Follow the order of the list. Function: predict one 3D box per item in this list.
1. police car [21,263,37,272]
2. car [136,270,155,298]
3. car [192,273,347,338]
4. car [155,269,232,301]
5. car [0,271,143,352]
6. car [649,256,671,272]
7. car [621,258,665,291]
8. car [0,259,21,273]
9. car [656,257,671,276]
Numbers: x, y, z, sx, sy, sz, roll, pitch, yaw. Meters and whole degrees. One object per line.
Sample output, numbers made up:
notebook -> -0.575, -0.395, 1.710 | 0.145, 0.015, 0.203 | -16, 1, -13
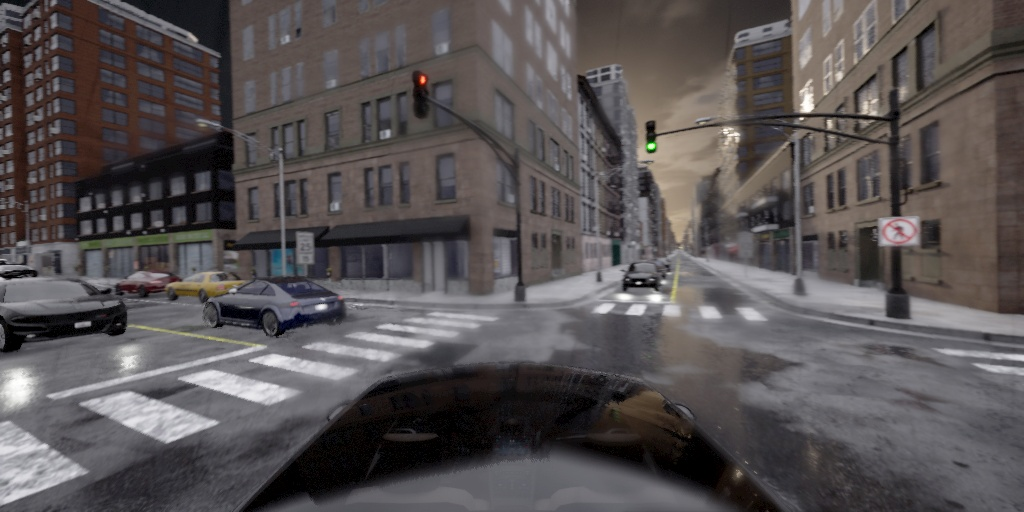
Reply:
police car -> -40.898, 1.429, 29.254 | 5.238, 1.638, 1.930 | -1, 1, 25
car -> -18.636, 1.386, 18.562 | 4.207, 1.307, 1.802 | 0, 0, 25
car -> -6.742, 1.309, 10.197 | 4.181, 1.385, 1.994 | 0, 1, 26
car -> -13.806, 1.290, 16.350 | 4.829, 1.417, 1.751 | 0, 0, 25
car -> -12.012, 1.302, 9.174 | 5.008, 1.535, 1.882 | 0, 1, 24
car -> 15.960, 0.865, 38.483 | 1.882, 1.535, 5.008 | -1, 0, 25
car -> 7.362, 1.087, 20.170 | 1.837, 1.490, 4.892 | -1, 0, 25
car -> -21.082, 1.117, 13.324 | 5.566, 2.045, 2.150 | 0, 1, 25
car -> 11.521, 1.035, 29.070 | 2.033, 1.411, 5.357 | -1, 0, 25
